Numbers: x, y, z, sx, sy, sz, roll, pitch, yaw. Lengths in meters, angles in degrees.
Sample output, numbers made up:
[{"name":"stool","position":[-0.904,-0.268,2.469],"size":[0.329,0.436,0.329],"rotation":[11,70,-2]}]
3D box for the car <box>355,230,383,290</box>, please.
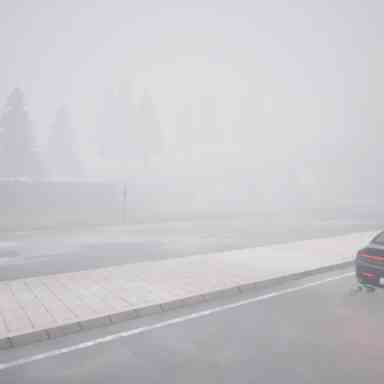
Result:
[{"name":"car","position":[5.766,1.504,7.860],"size":[4.892,1.490,1.837],"rotation":[0,0,-35]}]
